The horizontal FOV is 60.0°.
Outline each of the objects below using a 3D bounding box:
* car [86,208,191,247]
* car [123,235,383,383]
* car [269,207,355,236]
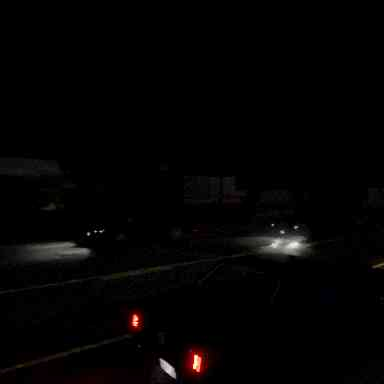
[{"bbox_3d":[-2.346,1.505,15.296,4.892,1.490,1.837,0,0,-36],"label":"car"},{"bbox_3d":[1.541,1.595,4.892,4.718,1.301,1.895,0,0,-36],"label":"car"},{"bbox_3d":[6.431,1.522,17.388,5.357,1.411,2.033,0,0,-36],"label":"car"}]
